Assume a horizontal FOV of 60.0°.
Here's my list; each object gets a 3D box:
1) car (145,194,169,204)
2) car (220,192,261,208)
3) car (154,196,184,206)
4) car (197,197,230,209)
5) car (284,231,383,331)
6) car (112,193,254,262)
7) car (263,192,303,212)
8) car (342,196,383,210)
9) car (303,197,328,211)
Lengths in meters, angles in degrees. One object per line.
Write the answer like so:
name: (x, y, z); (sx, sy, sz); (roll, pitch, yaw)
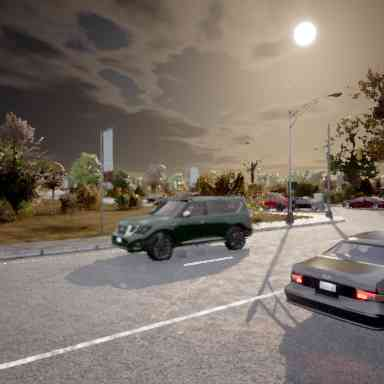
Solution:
car: (-6.413, 1.176, 60.631); (2.097, 1.767, 4.553); (-1, 0, -38)
car: (6.426, 1.038, 44.661); (2.150, 2.045, 5.566); (-1, 0, -39)
car: (-3.605, 1.393, 51.519); (2.033, 1.411, 5.357); (-1, 0, -39)
car: (2.813, 1.406, 43.567); (1.994, 1.385, 4.181); (-1, 0, -39)
car: (4.176, 1.528, 6.746); (5.357, 1.411, 2.033); (0, 0, -36)
car: (-0.142, 1.203, 12.514); (5.566, 2.045, 2.150); (0, 0, -36)
car: (8.750, 1.059, 36.252); (2.150, 2.045, 5.566); (-1, 0, -37)
car: (20.199, 1.239, 38.856); (1.882, 1.535, 5.008); (-1, 1, -41)
car: (12.629, 1.304, 36.986); (2.128, 1.511, 4.902); (-1, 0, -39)
